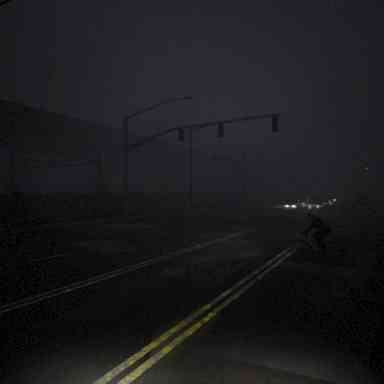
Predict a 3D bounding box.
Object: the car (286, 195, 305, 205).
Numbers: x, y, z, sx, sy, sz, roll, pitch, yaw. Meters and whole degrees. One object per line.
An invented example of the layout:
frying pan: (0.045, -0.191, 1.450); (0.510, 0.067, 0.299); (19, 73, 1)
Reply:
car: (17.543, 1.369, 57.374); (2.128, 1.511, 4.902); (0, 1, 28)

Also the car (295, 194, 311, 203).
car: (21.982, 1.257, 65.678); (2.128, 1.511, 4.902); (0, 1, 28)

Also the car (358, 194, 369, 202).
car: (34.572, 1.186, 66.974); (1.812, 1.442, 4.674); (0, 1, 28)

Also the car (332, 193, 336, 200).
car: (29.775, 1.206, 72.878); (1.895, 1.301, 4.718); (0, 1, 28)

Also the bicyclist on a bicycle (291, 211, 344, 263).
bicyclist on a bicycle: (4.007, 1.455, 10.752); (1.656, 1.620, 0.582); (-3, -1, 35)

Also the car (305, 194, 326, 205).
car: (20.926, 1.431, 56.281); (1.994, 1.385, 4.181); (0, 1, 29)

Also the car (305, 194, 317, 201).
car: (26.550, 1.168, 74.269); (1.994, 1.385, 4.181); (0, 1, 28)

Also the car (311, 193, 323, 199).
car: (31.533, 0.948, 83.645); (2.033, 1.411, 5.357); (0, 1, 28)

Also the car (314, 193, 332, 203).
car: (25.278, 1.305, 64.421); (2.033, 1.411, 5.357); (0, 1, 28)

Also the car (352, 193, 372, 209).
car: (22.443, 1.174, 43.950); (2.150, 2.045, 5.566); (0, 0, 28)
